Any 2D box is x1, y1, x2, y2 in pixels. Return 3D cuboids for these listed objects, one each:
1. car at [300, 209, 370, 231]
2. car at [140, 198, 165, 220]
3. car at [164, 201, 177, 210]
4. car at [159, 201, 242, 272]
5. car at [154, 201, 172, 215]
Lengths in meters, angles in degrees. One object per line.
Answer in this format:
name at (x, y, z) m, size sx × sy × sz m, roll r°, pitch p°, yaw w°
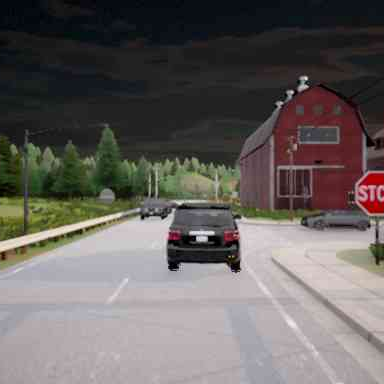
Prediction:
car at (9.371, 1.806, 21.910) m, size 4.181 × 1.385 × 1.994 m, roll 0°, pitch -1°, yaw 2°
car at (-3.585, 1.575, 32.089) m, size 2.150 × 2.045 × 5.566 m, roll 0°, pitch -1°, yaw 0°
car at (-3.582, 2.216, 55.891) m, size 1.895 × 1.301 × 4.718 m, roll 0°, pitch -1°, yaw 0°
car at (0.538, 1.352, 11.515) m, size 2.150 × 2.045 × 5.566 m, roll 0°, pitch 0°, yaw 6°
car at (-3.598, 1.969, 42.229) m, size 1.837 × 1.490 × 4.892 m, roll 0°, pitch 0°, yaw 0°
